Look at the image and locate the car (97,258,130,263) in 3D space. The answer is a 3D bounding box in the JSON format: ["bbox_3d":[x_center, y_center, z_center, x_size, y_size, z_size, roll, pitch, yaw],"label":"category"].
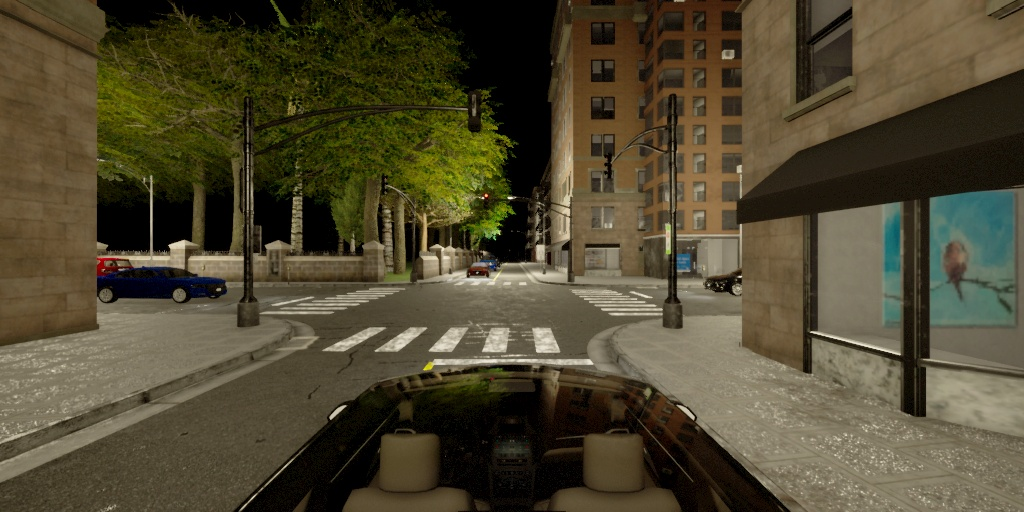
[{"bbox_3d":[-25.924,1.035,21.778,5.009,1.841,2.192,0,0,1],"label":"car"}]

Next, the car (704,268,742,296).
[{"bbox_3d":[12.689,1.271,18.683,4.892,1.490,1.837,0,0,1],"label":"car"}]

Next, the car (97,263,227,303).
[{"bbox_3d":[-15.473,1.212,15.860,5.008,1.535,1.882,0,0,0],"label":"car"}]

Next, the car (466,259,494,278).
[{"bbox_3d":[-3.056,1.293,33.608,1.994,1.385,4.181,0,0,0],"label":"car"}]

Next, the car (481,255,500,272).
[{"bbox_3d":[-3.045,0.924,46.077,2.150,2.045,5.566,0,0,-1],"label":"car"}]
